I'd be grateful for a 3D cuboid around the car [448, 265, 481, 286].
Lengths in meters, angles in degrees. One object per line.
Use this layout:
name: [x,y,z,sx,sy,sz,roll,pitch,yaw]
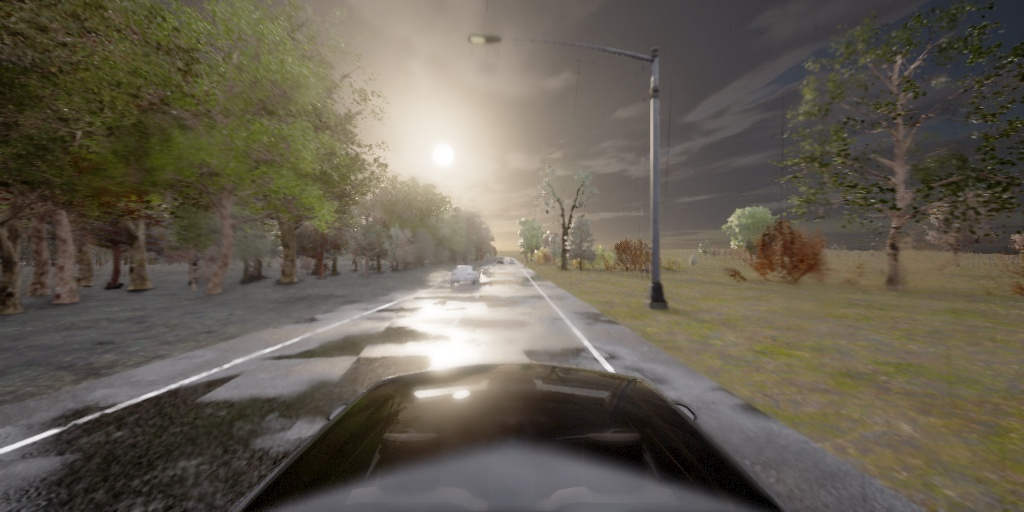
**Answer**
car: [-3.505,1.424,27.304,1.812,1.442,4.674,0,0,0]
